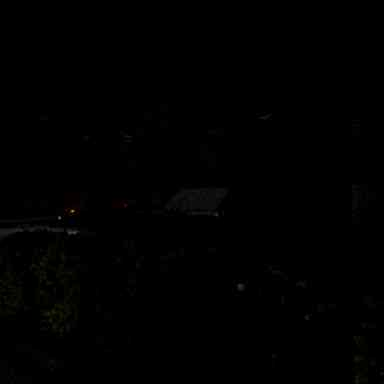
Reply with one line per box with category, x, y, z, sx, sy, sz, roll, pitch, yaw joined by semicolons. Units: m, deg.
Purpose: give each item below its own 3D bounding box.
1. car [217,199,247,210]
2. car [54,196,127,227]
car;5.095;1.631;41.075;1.837;1.490;4.892;0;0;41
car;-7.289;1.341;24.565;2.150;2.045;5.566;0;1;36
